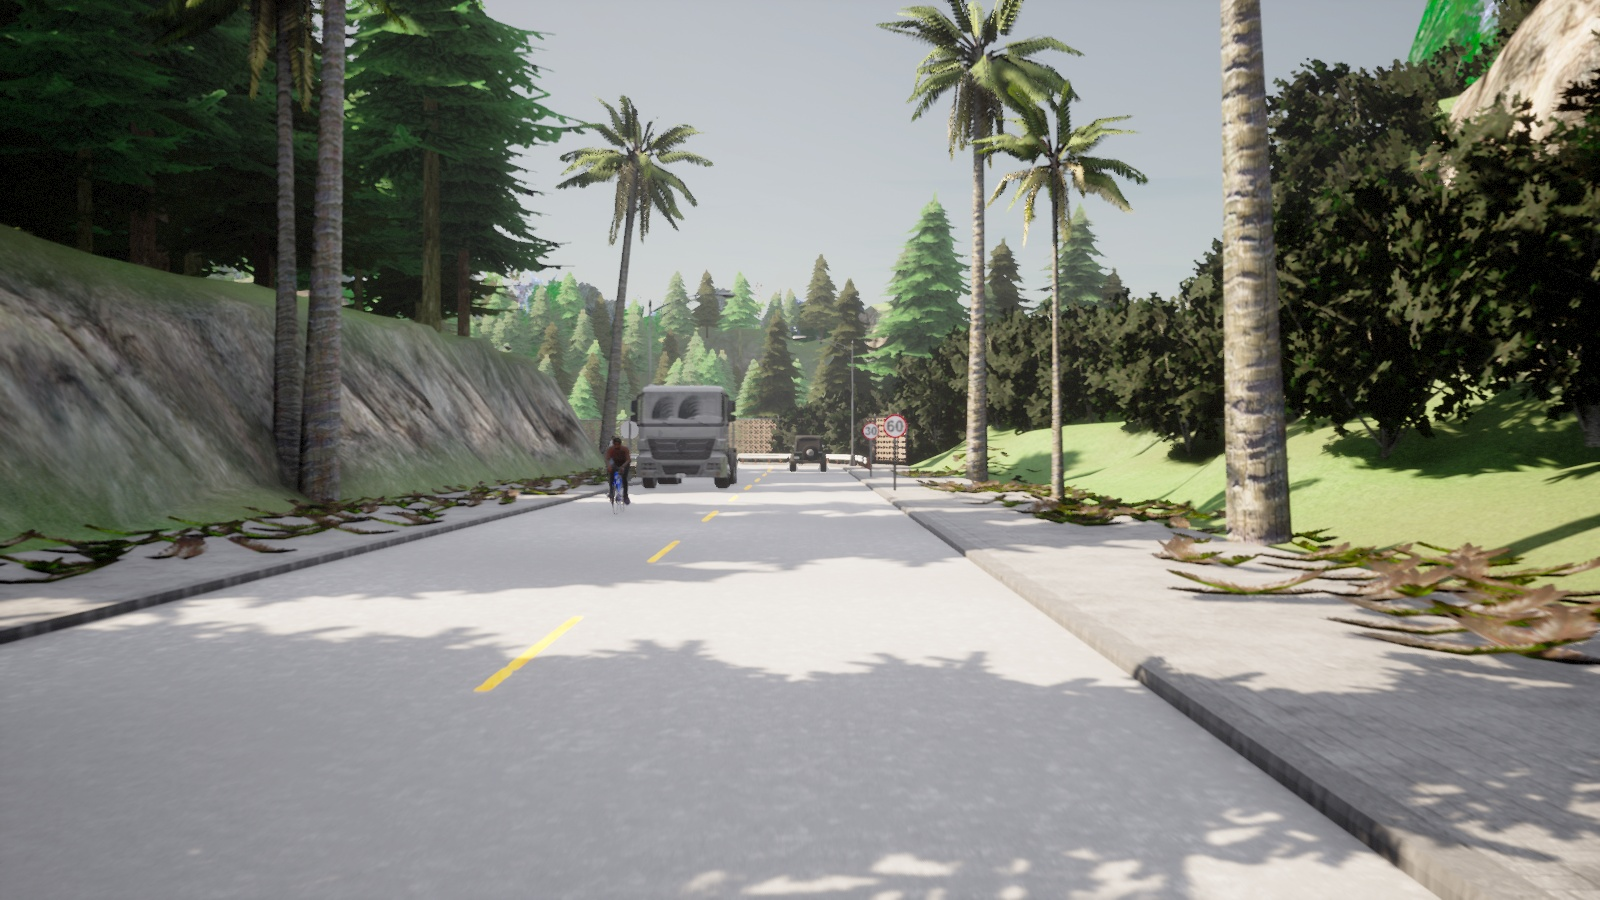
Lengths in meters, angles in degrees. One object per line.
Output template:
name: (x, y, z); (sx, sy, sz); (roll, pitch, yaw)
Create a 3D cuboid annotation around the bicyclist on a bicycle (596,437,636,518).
bicyclist on a bicycle: (-3.822, 0.548, 26.232); (0.582, 1.620, 1.656); (0, 1, 0)

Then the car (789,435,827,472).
car: (0.427, 0.172, 65.782); (1.905, 1.878, 3.866); (0, 0, 0)

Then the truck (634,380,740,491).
truck: (-3.712, -0.482, 43.194); (2.891, 3.462, 7.936); (0, 0, 0)
